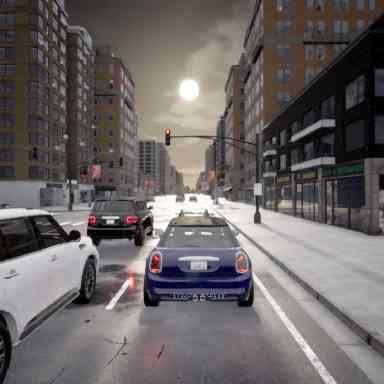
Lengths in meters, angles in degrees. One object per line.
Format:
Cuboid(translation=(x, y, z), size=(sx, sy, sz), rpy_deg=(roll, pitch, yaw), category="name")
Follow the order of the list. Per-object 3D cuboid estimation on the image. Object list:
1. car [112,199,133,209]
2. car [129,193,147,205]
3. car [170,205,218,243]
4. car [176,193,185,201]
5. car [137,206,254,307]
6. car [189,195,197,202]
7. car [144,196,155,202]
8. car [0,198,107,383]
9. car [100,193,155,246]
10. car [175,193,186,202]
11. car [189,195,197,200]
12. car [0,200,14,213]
Cuboid(translation=(-9.682, 1.619, 46.654), size=(1.895, 1.301, 4.718), rpy_deg=(0, 0, 0), category="car")
Cuboid(translation=(-9.598, 1.247, 59.775), size=(2.150, 2.045, 5.566), rpy_deg=(0, 0, 1), category="car")
Cuboid(translation=(0.118, 1.495, 17.213), size=(2.128, 1.511, 4.902), rpy_deg=(0, 0, 1), category="car")
Cuboid(translation=(-2.925, 1.169, 88.267), size=(2.150, 2.045, 5.566), rpy_deg=(0, 0, 0), category="car")
Cuboid(translation=(0.127, 1.353, 8.145), size=(2.097, 1.767, 4.553), rpy_deg=(0, 0, 0), category="car")
Cuboid(translation=(0.289, 1.569, 78.217), size=(1.812, 1.442, 4.674), rpy_deg=(0, 0, 0), category="car")
Cuboid(translation=(-9.475, 1.595, 74.839), size=(1.994, 1.385, 4.181), rpy_deg=(0, 0, 0), category="car")
Cuboid(translation=(-3.138, 1.222, 4.988), size=(2.150, 2.045, 5.566), rpy_deg=(0, 0, 1), category="car")
Cuboid(translation=(-3.096, 1.225, 15.341), size=(2.150, 2.045, 5.566), rpy_deg=(0, 0, 0), category="car")
Cuboid(translation=(-2.963, 1.584, 77.815), size=(2.033, 1.411, 5.357), rpy_deg=(0, 0, 0), category="car")
Cuboid(translation=(0.325, 1.497, 88.225), size=(1.994, 1.385, 4.181), rpy_deg=(0, 0, 0), category="car")
Cuboid(translation=(-22.018, 1.597, 36.065), size=(4.313, 1.339, 1.947), rpy_deg=(0, 0, 0), category="car")
